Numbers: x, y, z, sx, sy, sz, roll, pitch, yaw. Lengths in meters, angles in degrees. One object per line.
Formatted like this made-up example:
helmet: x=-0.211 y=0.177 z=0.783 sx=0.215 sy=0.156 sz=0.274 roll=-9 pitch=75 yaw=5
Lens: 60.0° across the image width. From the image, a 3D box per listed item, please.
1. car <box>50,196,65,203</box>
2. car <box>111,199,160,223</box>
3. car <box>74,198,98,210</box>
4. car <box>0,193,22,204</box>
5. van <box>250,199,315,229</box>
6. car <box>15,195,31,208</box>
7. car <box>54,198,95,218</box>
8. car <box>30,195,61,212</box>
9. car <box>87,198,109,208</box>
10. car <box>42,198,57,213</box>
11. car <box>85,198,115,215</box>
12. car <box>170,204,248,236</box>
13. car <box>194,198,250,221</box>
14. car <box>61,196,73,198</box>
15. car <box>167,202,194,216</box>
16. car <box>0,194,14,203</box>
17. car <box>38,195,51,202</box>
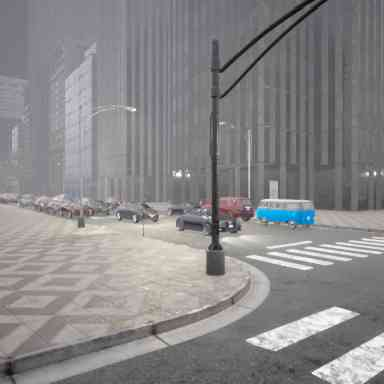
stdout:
car: x=-27.319 y=1.513 z=67.575 sx=1.752 sy=1.417 sz=4.829 roll=0 pitch=0 yaw=-36
car: x=-4.331 y=1.538 z=26.008 sx=1.837 sy=1.490 sz=4.892 roll=0 pitch=0 yaw=-36
car: x=-14.456 y=1.548 z=45.206 sx=1.812 sy=1.442 sz=4.674 roll=0 pitch=0 yaw=-36
car: x=-34.115 y=1.300 z=62.424 sx=2.192 sy=1.841 sz=5.009 roll=0 pitch=0 yaw=-36
van: x=6.052 y=1.379 z=21.893 sx=1.690 sy=1.788 sz=3.998 roll=0 pitch=0 yaw=-36
car: x=-24.135 y=1.564 z=48.762 sx=2.008 sy=1.369 sz=4.403 roll=0 pitch=0 yaw=-36
car: x=-10.829 y=1.572 z=30.547 sx=1.887 sy=1.381 sz=4.507 roll=0 pitch=0 yaw=-36
car: x=-17.482 y=1.462 z=39.655 sx=1.967 sy=1.590 sz=4.097 roll=0 pitch=0 yaw=-36
car: x=-13.911 y=1.603 z=49.219 sx=1.802 sy=1.307 sz=4.206 roll=0 pitch=0 yaw=-36
car: x=-14.156 y=1.607 z=35.101 sx=1.802 sy=1.307 sz=4.206 roll=0 pitch=0 yaw=-36
car: x=-9.851 y=1.532 z=33.573 sx=1.837 sy=1.490 sz=4.892 roll=0 pitch=0 yaw=-36
car: x=0.852 y=1.600 z=18.910 sx=1.994 sy=1.385 sz=4.181 roll=0 pitch=0 yaw=-36
car: x=2.725 y=1.352 z=26.448 sx=2.192 sy=1.841 sz=5.009 roll=0 pitch=0 yaw=-36
car: x=-15.633 y=1.548 z=41.556 sx=1.812 sy=1.442 sz=4.674 roll=0 pitch=0 yaw=-36
car: x=-0.603 y=1.600 z=31.002 sx=1.947 sy=1.339 sz=4.313 roll=0 pitch=0 yaw=-36
car: x=-37.442 y=1.287 z=66.978 sx=2.192 sy=1.841 sz=5.009 roll=0 pitch=0 yaw=-36
car: x=-33.987 y=1.484 z=76.713 sx=1.752 sy=1.417 sz=4.829 roll=0 pitch=0 yaw=-35
